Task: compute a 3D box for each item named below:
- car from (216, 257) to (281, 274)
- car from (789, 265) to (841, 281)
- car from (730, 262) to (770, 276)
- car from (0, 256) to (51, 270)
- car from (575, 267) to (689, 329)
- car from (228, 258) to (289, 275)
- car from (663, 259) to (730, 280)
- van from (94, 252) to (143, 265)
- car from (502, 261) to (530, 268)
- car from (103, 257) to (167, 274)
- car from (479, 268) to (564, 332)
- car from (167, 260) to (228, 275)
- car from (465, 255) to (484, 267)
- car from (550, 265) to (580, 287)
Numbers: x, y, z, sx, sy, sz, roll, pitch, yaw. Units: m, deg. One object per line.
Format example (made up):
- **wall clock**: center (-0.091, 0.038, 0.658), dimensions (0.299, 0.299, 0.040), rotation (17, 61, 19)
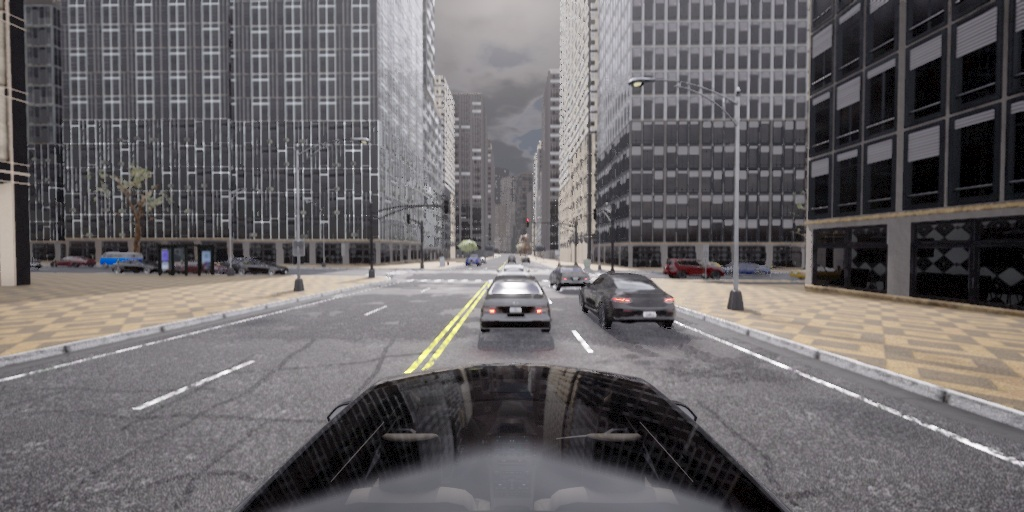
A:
- **car**: center (-25.988, 0.929, 35.443), dimensions (4.902, 1.511, 2.128), rotation (1, 1, 1)
- **car**: center (27.621, 1.492, 31.987), dimensions (4.829, 1.417, 1.751), rotation (0, 0, 1)
- **car**: center (24.170, 1.375, 37.820), dimensions (5.357, 1.411, 2.033), rotation (1, 1, 1)
- **car**: center (-50.281, 0.704, 35.982), dimensions (4.902, 1.511, 2.128), rotation (0, 1, 2)
- **car**: center (3.346, 1.245, 11.016), dimensions (1.812, 1.442, 4.674), rotation (0, 0, 0)
- **car**: center (-22.752, 1.085, 32.675), dimensions (4.313, 1.339, 1.948), rotation (0, 0, 1)
- **car**: center (16.173, 1.182, 32.175), dimensions (5.009, 1.841, 2.192), rotation (0, 0, 1)
- **van**: center (-45.314, 0.490, 41.625), dimensions (3.998, 1.789, 1.690), rotation (0, 0, 1)
- **car**: center (0.088, 1.213, 20.256), dimensions (1.812, 1.442, 4.674), rotation (0, 0, 0)
- **car**: center (-34.117, 0.979, 32.973), dimensions (4.313, 1.339, 1.948), rotation (0, 0, 1)
- **car**: center (0.095, 1.268, 10.665), dimensions (2.033, 1.411, 5.357), rotation (0, 0, 0)
- **car**: center (-28.436, 1.048, 32.804), dimensions (4.207, 1.307, 1.802), rotation (0, 0, 1)
- **car**: center (-6.606, 0.760, 61.073), dimensions (2.150, 2.045, 5.566), rotation (0, 0, 0)
- **car**: center (3.339, 1.231, 21.346), dimensions (2.033, 1.411, 5.357), rotation (0, 0, 0)
